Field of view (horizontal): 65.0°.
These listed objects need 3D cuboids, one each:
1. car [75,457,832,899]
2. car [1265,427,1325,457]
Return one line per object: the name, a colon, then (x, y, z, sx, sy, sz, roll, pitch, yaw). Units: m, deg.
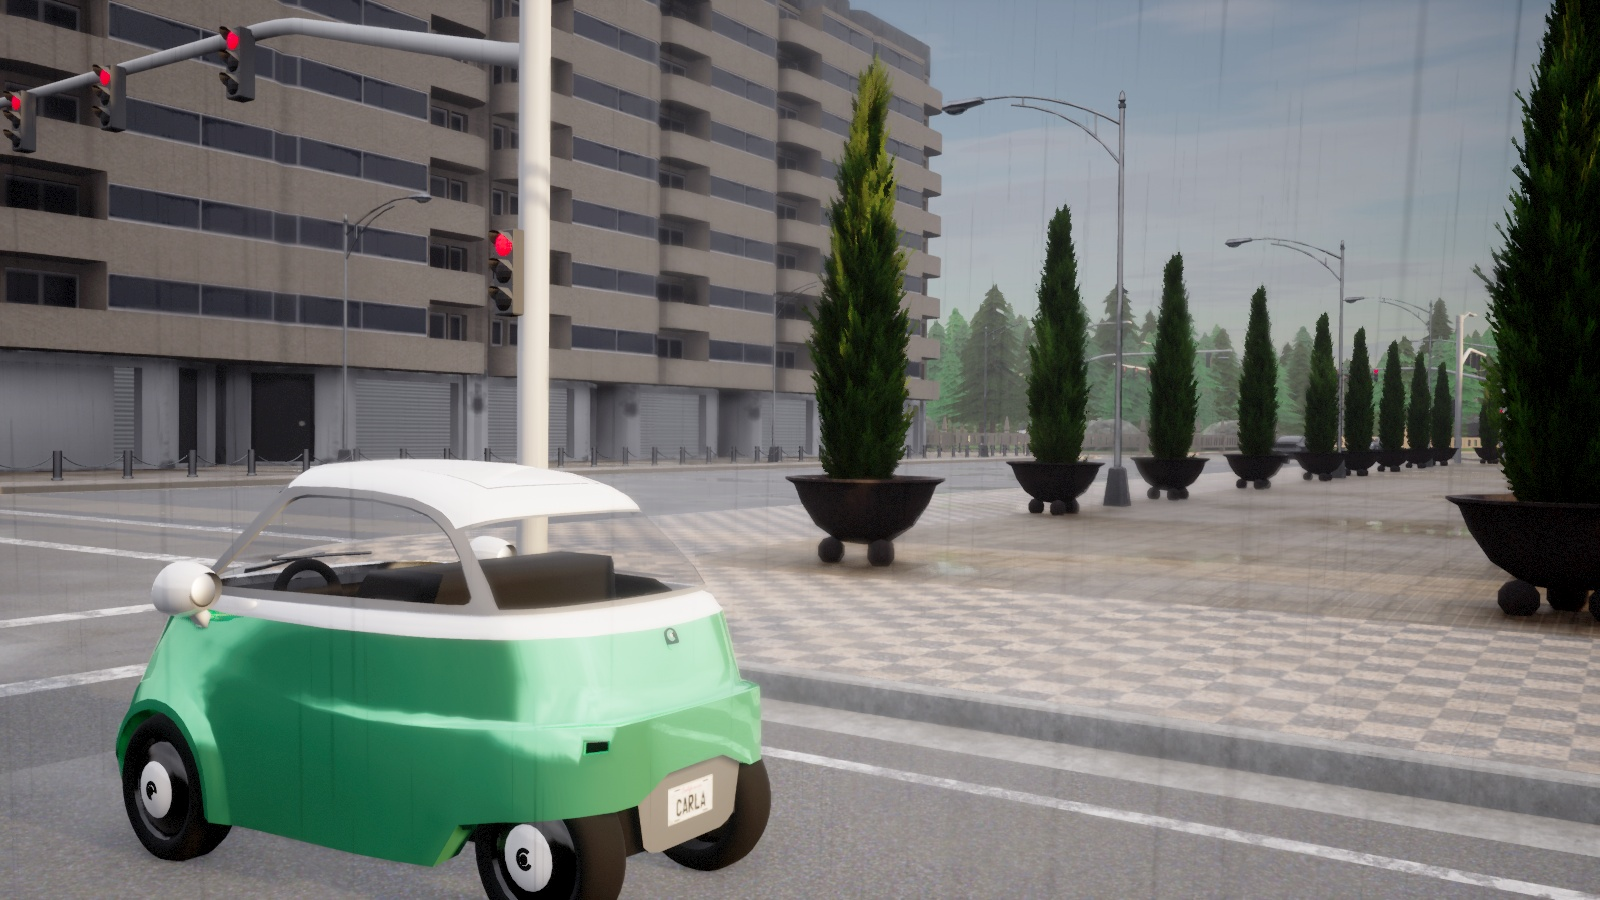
car: (-1.218, 0.737, 4.433, 2.207, 1.376, 1.481, 0, 1, 34)
car: (25.735, -0.442, 65.164, 1.837, 1.490, 4.892, 0, 1, 34)
